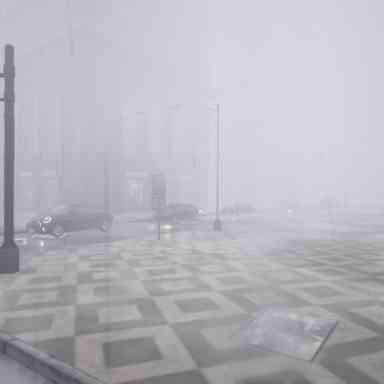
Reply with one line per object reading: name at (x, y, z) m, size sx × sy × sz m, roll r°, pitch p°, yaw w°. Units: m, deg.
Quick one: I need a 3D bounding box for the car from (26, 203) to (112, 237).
car at (-6.792, 1.415, 18.679) m, size 2.097 × 1.767 × 4.553 m, roll 0°, pitch 0°, yaw 37°

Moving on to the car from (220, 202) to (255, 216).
car at (4.824, 1.755, 34.809) m, size 1.895 × 1.301 × 4.718 m, roll 0°, pitch 0°, yaw 36°

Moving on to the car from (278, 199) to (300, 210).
car at (13.797, 1.735, 47.151) m, size 1.837 × 1.490 × 4.892 m, roll 0°, pitch 0°, yaw 36°

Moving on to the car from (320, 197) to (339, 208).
car at (22.144, 1.641, 53.451) m, size 2.097 × 1.767 × 4.553 m, roll 0°, pitch 0°, yaw 35°

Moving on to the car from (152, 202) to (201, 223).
car at (-1.133, 1.613, 26.517) m, size 1.837 × 1.490 × 4.892 m, roll 0°, pitch 0°, yaw 36°
